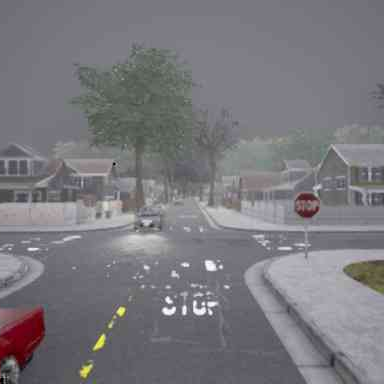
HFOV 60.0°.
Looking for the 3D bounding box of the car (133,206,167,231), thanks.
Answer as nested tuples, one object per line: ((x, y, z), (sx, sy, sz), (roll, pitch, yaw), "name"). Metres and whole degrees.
((-2.749, 1.717, 22.616), (2.128, 1.511, 4.902), (0, 0, 0), "car")

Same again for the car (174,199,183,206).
((-2.748, 2.117, 68.081), (1.882, 1.535, 5.008), (0, -1, 0), "car")

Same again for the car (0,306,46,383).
((-2.749, 1.622, 1.927), (1.895, 1.301, 4.718), (0, -1, 0), "car")
